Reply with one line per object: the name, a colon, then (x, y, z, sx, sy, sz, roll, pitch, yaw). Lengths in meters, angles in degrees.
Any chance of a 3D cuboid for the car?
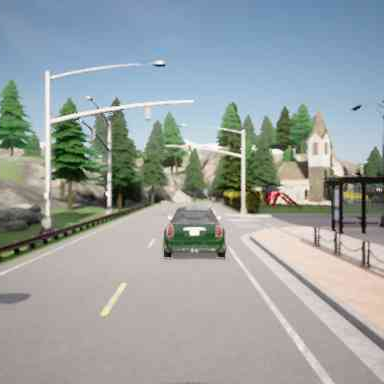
car: (0.102, 1.313, 12.747, 2.097, 1.767, 4.553, 0, 0, 1)
